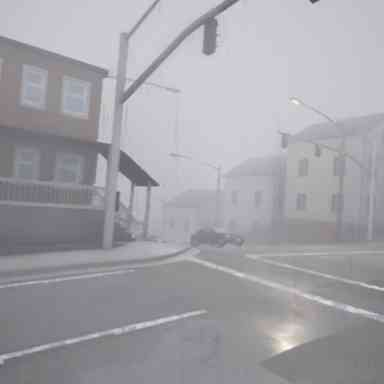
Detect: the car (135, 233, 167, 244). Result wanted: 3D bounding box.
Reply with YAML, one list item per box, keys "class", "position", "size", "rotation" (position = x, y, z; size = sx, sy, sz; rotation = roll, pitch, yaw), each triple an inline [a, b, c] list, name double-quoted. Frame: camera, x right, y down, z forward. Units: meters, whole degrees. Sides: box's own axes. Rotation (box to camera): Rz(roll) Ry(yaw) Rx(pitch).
- class: "car"
  position: [-4.203, 4.622, 31.635]
  size: [2.128, 1.511, 4.902]
  rotation: [6, -15, -35]

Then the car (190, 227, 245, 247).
- class: "car"
  position: [1.674, 3.176, 23.525]
  size: [1.812, 1.442, 4.674]
  rotation: [6, -11, -35]
